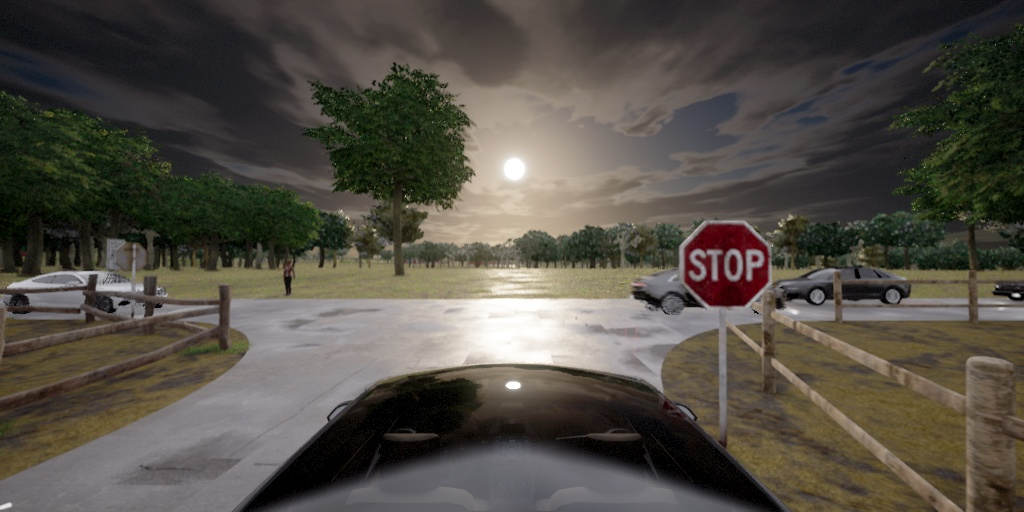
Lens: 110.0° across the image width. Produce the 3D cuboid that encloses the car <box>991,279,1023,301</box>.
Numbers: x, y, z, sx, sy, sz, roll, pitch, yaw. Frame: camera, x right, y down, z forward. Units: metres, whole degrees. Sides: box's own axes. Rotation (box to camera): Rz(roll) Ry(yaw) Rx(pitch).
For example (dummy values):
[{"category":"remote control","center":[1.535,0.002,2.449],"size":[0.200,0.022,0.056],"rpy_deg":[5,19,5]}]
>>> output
[{"category":"car","center":[23.338,1.207,14.547],"size":[5.357,1.411,2.033],"rpy_deg":[0,-1,4]}]

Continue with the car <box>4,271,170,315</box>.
[{"category":"car","center":[-15.038,1.256,12.772],"size":[4.674,1.442,1.812],"rpy_deg":[0,-1,1]}]

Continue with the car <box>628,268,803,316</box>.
[{"category":"car","center":[6.505,1.164,12.223],"size":[4.902,1.511,2.128],"rpy_deg":[0,-1,1]}]

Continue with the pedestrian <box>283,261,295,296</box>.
[{"category":"pedestrian","center":[-11.647,1.134,18.668],"size":[0.375,1.860,0.375],"rpy_deg":[0,-1,1]}]

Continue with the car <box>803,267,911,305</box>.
[{"category":"car","center":[13.515,1.215,14.955],"size":[4.892,1.490,1.837],"rpy_deg":[0,-1,2]}]
